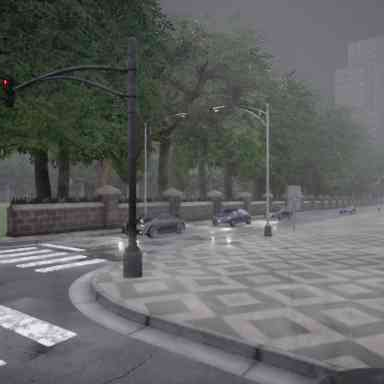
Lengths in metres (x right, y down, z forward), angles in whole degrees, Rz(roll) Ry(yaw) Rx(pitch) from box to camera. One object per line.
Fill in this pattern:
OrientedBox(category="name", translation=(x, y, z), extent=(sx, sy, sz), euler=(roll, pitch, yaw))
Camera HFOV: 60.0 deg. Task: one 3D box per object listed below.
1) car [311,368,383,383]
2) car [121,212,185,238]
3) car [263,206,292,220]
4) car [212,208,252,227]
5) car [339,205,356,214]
OrientedBox(category="car", translation=(2.489, 1.549, 1.193), extent=(4.403, 1.369, 2.008), euler=(0, 0, 35))
OrientedBox(category="car", translation=(-2.233, 1.915, 20.092), extent=(1.994, 1.385, 4.181), euler=(0, -1, 36))
OrientedBox(category="car", translation=(9.512, 2.266, 36.768), extent=(2.128, 1.511, 4.902), euler=(0, -1, 35))
OrientedBox(category="car", translation=(3.511, 2.081, 28.261), extent=(1.812, 1.442, 4.674), euler=(0, -1, 35))
OrientedBox(category="car", translation=(24.886, 2.789, 53.075), extent=(2.033, 1.411, 5.357), euler=(0, -1, 34))
